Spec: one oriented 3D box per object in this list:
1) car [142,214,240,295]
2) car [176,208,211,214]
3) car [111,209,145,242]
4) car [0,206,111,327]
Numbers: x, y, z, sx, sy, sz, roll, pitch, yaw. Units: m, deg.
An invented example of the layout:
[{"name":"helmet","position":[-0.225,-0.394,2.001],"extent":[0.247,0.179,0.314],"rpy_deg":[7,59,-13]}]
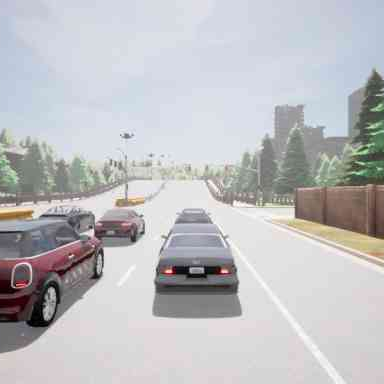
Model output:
[{"name":"car","position":[0.091,1.547,8.883],"extent":[2.033,1.411,5.357],"rpy_deg":[0,0,0]},{"name":"car","position":[0.084,1.564,18.124],"extent":[1.994,1.385,4.181],"rpy_deg":[0,0,0]},{"name":"car","position":[-3.418,1.526,16.169],"extent":[1.812,1.442,4.674],"rpy_deg":[0,0,-1]},{"name":"car","position":[-3.408,1.352,7.175],"extent":[2.097,1.767,4.553],"rpy_deg":[0,0,0]}]
